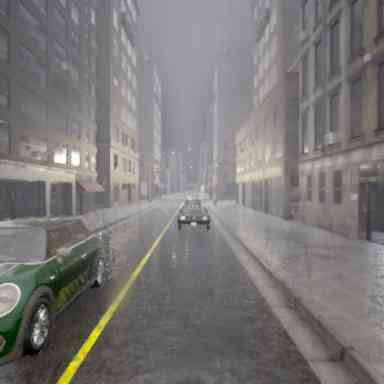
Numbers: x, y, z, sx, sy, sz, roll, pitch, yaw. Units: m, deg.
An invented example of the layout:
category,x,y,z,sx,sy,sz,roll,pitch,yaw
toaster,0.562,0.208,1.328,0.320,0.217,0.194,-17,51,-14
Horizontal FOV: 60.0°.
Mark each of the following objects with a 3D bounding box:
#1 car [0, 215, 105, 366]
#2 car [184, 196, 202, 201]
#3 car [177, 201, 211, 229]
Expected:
category,x,y,z,sx,sy,sz,roll,pitch,yaw
car,-3.098,1.303,5.946,2.097,1.767,4.553,0,0,0
car,0.106,1.176,38.630,2.128,1.511,4.902,0,0,0
car,0.103,1.436,20.328,1.895,1.301,4.718,0,0,0
